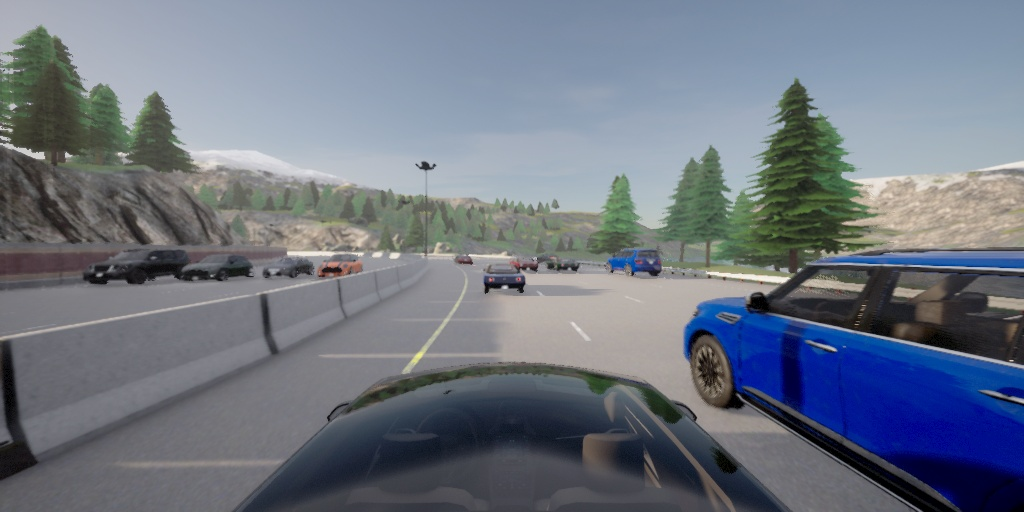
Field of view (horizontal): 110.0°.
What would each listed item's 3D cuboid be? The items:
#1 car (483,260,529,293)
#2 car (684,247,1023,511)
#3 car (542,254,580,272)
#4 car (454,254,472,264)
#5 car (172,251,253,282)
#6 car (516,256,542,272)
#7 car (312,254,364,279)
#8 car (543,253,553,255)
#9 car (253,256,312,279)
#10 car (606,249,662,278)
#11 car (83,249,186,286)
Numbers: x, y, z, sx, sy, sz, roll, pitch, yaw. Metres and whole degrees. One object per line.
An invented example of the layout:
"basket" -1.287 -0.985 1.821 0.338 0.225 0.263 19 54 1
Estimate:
"car" -0.524 1.042 18.138 1.895 1.301 4.718 0 1 -5
"car" 3.590 0.951 2.864 2.150 2.045 5.566 0 1 0
"car" 4.518 0.762 32.977 1.895 1.301 4.718 0 1 -10
"car" -6.768 0.414 49.506 1.994 1.385 4.181 0 1 -18
"car" -19.047 0.694 23.412 2.097 1.767 4.553 0 1 -9
"car" 0.969 0.763 32.968 1.895 1.301 4.718 0 1 -11
"car" -12.374 0.643 26.119 2.097 1.767 4.553 0 1 -9
"car" 4.737 0.376 47.733 2.128 1.511 4.902 0 1 -16
"car" -15.836 0.791 25.648 2.128 1.511 4.902 0 1 -9
"car" 9.161 0.490 27.382 2.150 2.045 5.566 0 1 -9
"car" -22.313 0.591 21.809 2.150 2.045 5.566 0 1 -8
